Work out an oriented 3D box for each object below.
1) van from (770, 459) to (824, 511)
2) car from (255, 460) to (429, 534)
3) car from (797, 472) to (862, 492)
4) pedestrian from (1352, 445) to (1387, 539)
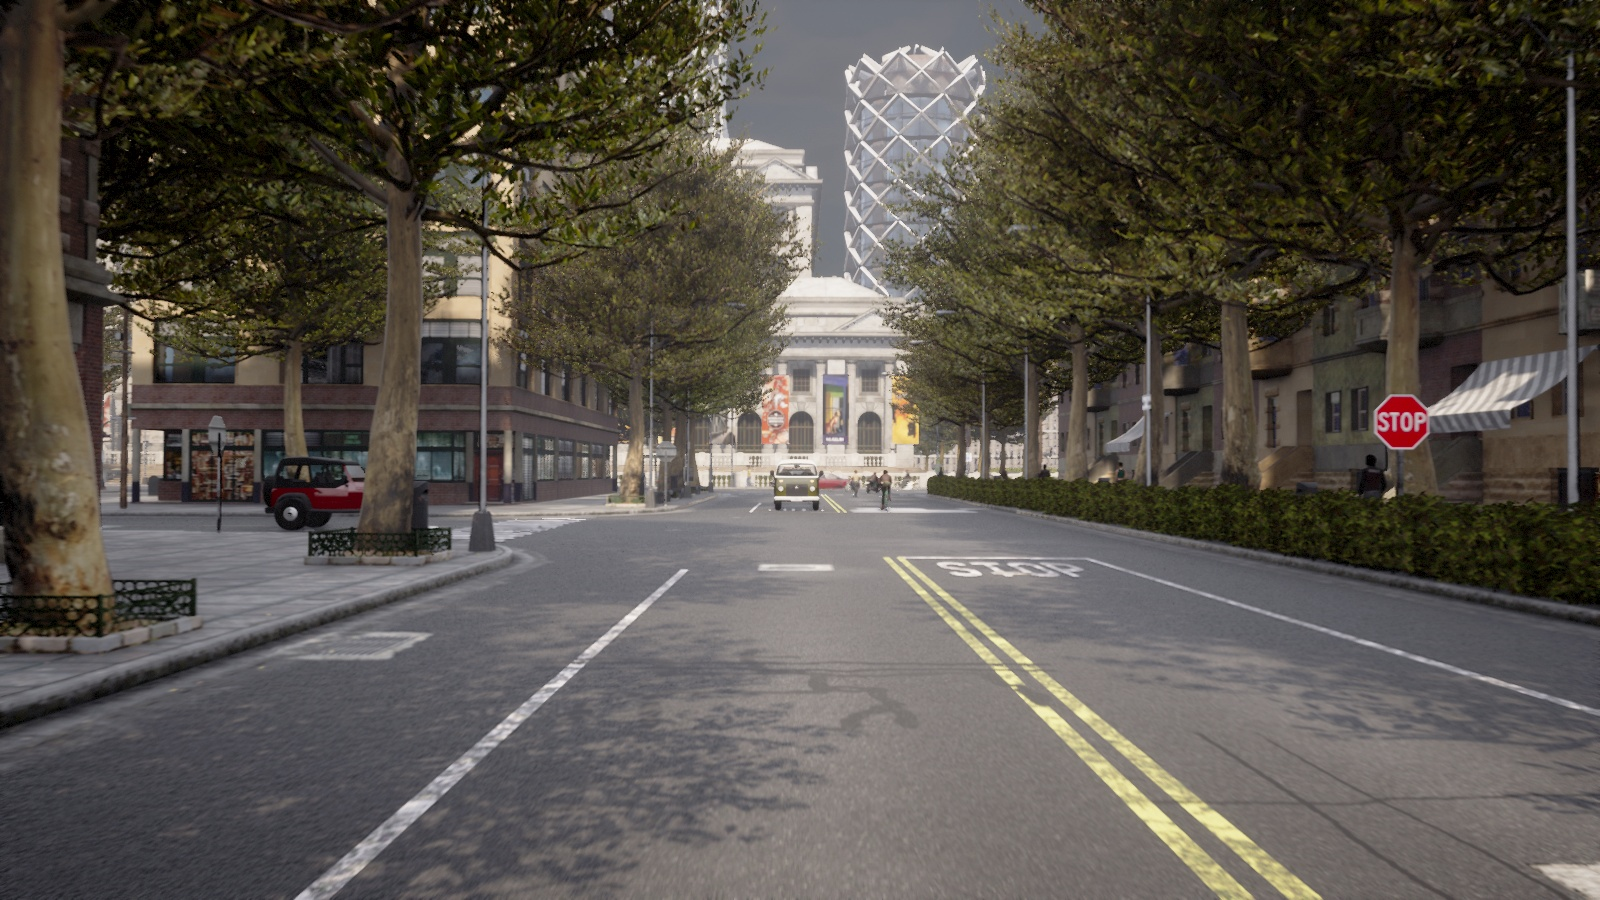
[{"bbox_3d":[-0.114,1.391,50.936,2.069,2.038,4.480,0,-1,0],"label":"van"},{"bbox_3d":[-11.928,1.209,32.896,3.866,1.878,1.905,0,-1,-1],"label":"car"},{"bbox_3d":[2.204,2.392,94.781,4.792,1.488,2.163,0,-1,0],"label":"car"},{"bbox_3d":[11.774,0.859,25.987,0.402,1.930,0.666,0,-1,1],"label":"pedestrian"}]
